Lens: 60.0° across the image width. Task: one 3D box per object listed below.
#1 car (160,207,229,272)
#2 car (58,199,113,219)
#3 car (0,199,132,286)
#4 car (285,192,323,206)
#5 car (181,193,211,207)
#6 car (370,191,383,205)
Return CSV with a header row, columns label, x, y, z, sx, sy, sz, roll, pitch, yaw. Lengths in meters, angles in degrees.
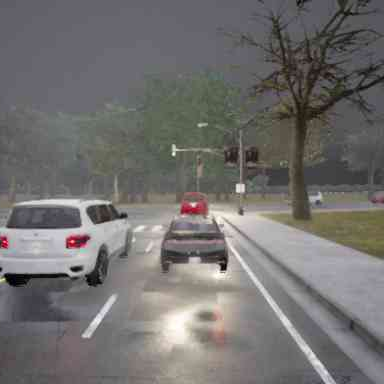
label,x,y,z,sx,sy,sz,roll,pitch,yaw
car,0.054,1.453,10.623,2.128,1.511,4.902,0,0,0
car,-9.333,1.396,29.059,4.902,1.511,2.128,0,0,37
car,-3.192,1.194,9.484,2.150,2.045,5.566,0,0,0
car,15.817,0.981,46.761,5.566,2.045,2.150,-1,0,-23
car,0.357,1.108,28.266,2.150,2.045,5.566,0,1,5
car,31.125,0.911,53.153,5.566,2.045,2.150,-1,0,-22
